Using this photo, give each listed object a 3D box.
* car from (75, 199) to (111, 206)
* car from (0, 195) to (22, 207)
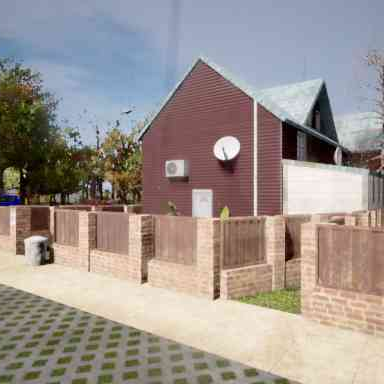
[{"bbox_3d":[-10.992,1.570,36.024,1.882,1.535,5.008,0,0,35],"label":"car"},{"bbox_3d":[-17.062,1.279,27.528,2.150,2.045,5.566,0,0,36],"label":"car"}]
